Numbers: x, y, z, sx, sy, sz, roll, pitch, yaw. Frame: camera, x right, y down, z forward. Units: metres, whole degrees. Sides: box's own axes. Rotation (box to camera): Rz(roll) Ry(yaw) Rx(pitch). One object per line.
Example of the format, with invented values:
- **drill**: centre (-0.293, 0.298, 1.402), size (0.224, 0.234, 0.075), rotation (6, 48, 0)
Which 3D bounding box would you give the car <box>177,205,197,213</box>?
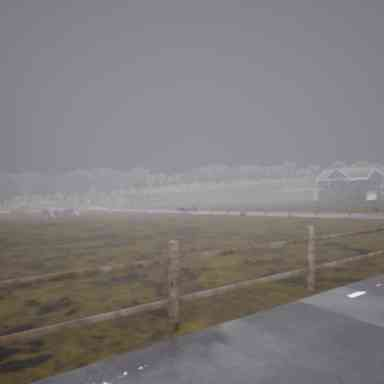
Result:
- **car**: centre (-0.857, 3.172, 62.606), size (1.895, 1.301, 4.718), rotation (-3, 0, -35)
